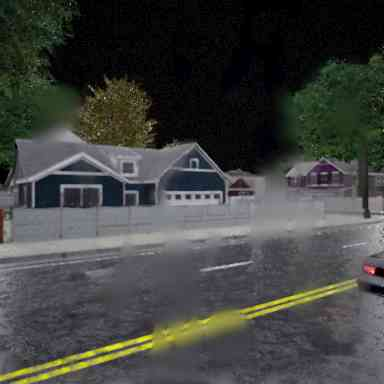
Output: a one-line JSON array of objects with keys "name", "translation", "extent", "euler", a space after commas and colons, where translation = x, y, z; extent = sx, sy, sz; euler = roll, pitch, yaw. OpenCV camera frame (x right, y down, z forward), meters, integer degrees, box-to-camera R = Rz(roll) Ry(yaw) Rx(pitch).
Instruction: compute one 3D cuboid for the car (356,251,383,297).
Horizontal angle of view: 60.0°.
[{"name": "car", "translation": [5.851, 1.580, 7.469], "extent": [5.357, 1.411, 2.033], "euler": [0, 0, -35]}]
